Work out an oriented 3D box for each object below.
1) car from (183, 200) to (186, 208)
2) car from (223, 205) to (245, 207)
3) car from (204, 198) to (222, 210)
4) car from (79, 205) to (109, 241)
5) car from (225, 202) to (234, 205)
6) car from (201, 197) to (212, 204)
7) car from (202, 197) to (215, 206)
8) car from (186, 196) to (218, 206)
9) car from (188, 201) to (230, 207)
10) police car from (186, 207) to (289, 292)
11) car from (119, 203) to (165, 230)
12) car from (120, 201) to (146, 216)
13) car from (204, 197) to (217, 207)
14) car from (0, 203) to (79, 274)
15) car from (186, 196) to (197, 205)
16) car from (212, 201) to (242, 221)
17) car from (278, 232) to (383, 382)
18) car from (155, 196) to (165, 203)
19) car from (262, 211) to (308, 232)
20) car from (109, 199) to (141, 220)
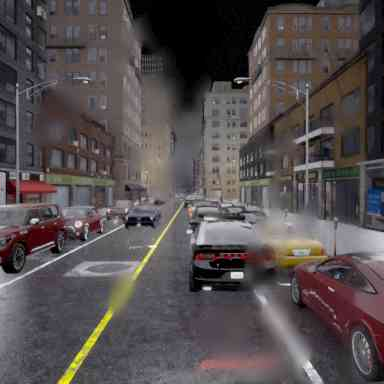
[{"bbox_3d":[-0.115,1.479,46.414,1.837,1.490,4.892,0,0,0],"label":"car"},{"bbox_3d":[2.814,1.560,16.342,1.947,1.339,4.313,-1,0,0],"label":"car"},{"bbox_3d":[2.746,1.527,44.271,2.008,1.369,4.403,-1,0,0],"label":"car"},{"bbox_3d":[-5.722,1.434,16.319,1.967,1.590,4.097,-1,0,0],"label":"car"},{"bbox_3d":[2.801,1.557,21.928,1.947,1.339,4.313,-1,0,0],"label":"car"},{"bbox_3d":[2.705,1.540,61.029,1.802,1.307,4.206,-1,0,0],"label":"car"},{"bbox_3d":[2.719,1.531,55.443,1.947,1.339,4.313,-1,0,0],"label":"car"},{"bbox_3d":[0.767,1.342,24.940,2.097,1.767,4.553,0,0,-1],"label":"car"},{"bbox_3d":[0.848,1.498,18.978,1.837,1.490,4.892,0,0,0],"label":"car"},{"bbox_3d":[0.875,1.422,9.088,1.930,1.638,5.238,0,0,0],"label":"police car"},{"bbox_3d":[-3.058,1.593,21.357,1.895,1.301,4.718,0,0,0],"label":"car"},{"bbox_3d":[-5.765,1.567,33.076,1.802,1.307,4.206,-1,0,0],"label":"car"},{"bbox_3d":[2.732,1.496,50.027,1.752,1.417,4.829,-1,0,0],"label":"car"},{"bbox_3d":[-5.708,1.311,10.733,2.192,1.841,5.009,-1,0,0],"label":"car"},{"bbox_3d":[-0.162,1.437,60.153,1.882,1.535,5.008,0,0,0],"label":"car"},{"bbox_3d":[2.787,1.539,27.514,2.008,1.369,4.403,-1,0,0],"label":"car"},{"bbox_3d":[2.842,1.580,5.170,1.802,1.307,4.206,-1,0,0],"label":"car"},{"bbox_3d":[-5.840,1.503,61.005,1.887,1.381,4.507,-1,0,0],"label":"car"},{"bbox_3d":[2.827,1.522,10.926,1.752,1.417,4.829,-1,0,0],"label":"car"},{"bbox_3d":[-5.752,1.429,27.490,1.967,1.590,4.097,-1,0,0],"label":"car"}]
